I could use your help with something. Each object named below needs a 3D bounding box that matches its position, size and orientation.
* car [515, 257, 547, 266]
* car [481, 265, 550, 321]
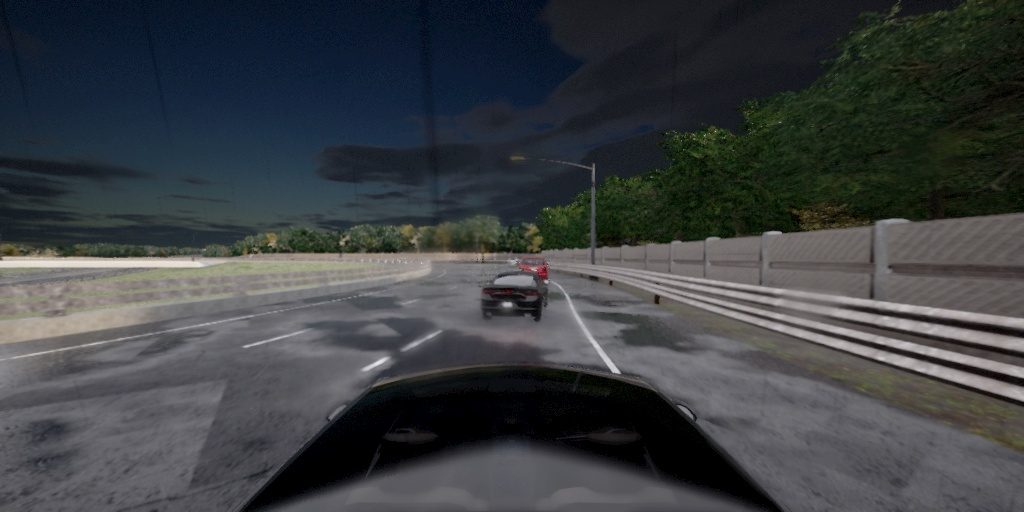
[{"bbox_3d":[1.519,1.084,27.157,2.150,2.045,5.566,1,0,1],"label":"car"},{"bbox_3d":[0.257,1.274,12.792,1.882,1.535,5.008,1,0,9],"label":"car"}]
